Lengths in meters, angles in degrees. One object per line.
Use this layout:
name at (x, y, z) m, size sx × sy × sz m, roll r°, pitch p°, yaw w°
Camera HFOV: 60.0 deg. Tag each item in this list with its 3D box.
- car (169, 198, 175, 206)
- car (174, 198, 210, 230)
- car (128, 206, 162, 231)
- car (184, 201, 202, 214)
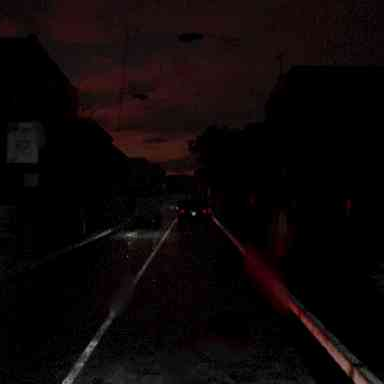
car at (-3.323, 1.893, 64.511) m, size 2.128 × 1.511 × 4.902 m, roll 0°, pitch 0°, yaw 0°
car at (0.112, 1.499, 23.678) m, size 2.150 × 2.045 × 5.566 m, roll 0°, pitch -1°, yaw 0°
car at (-3.137, 1.748, 22.947) m, size 1.882 × 1.535 × 5.008 m, roll 0°, pitch -1°, yaw 0°
car at (0.113, 1.896, 41.591) m, size 2.128 × 1.511 × 4.902 m, roll 0°, pitch 0°, yaw 0°
